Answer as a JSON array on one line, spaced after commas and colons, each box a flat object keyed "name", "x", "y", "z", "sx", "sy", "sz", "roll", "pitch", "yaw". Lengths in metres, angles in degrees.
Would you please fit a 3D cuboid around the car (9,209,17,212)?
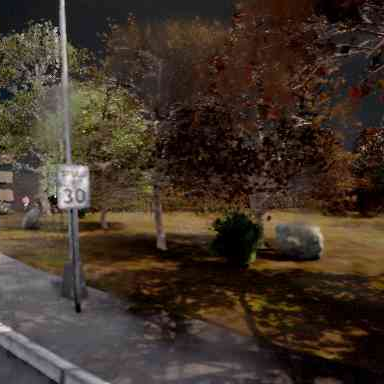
[{"name": "car", "x": -26.184, "y": 3.039, "z": 46.303, "sx": 2.033, "sy": 1.411, "sz": 5.357, "roll": -4, "pitch": -5, "yaw": 6}]
